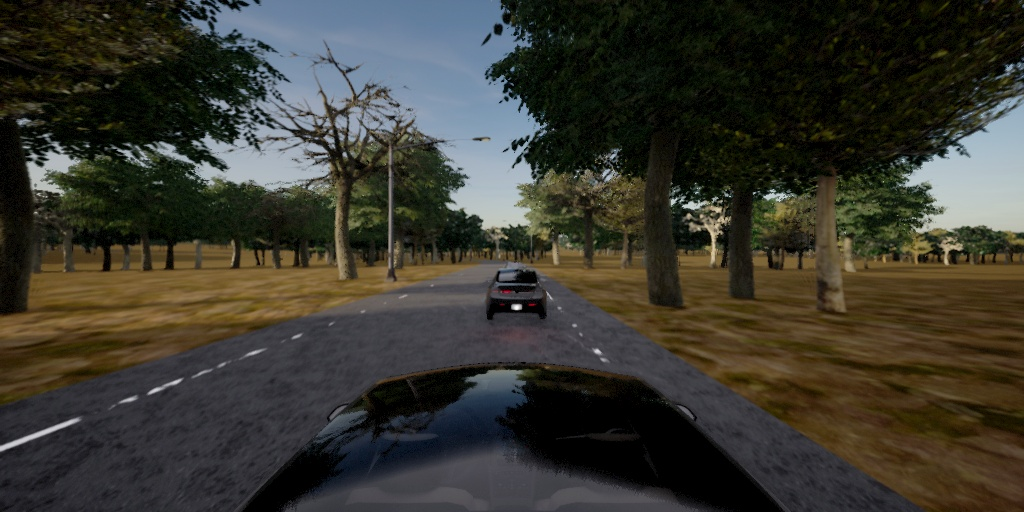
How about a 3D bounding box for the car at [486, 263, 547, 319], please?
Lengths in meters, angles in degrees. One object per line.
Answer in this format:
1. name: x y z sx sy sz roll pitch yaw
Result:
1. car: 0.147 1.173 12.531 1.837 1.490 4.892 1 0 0
